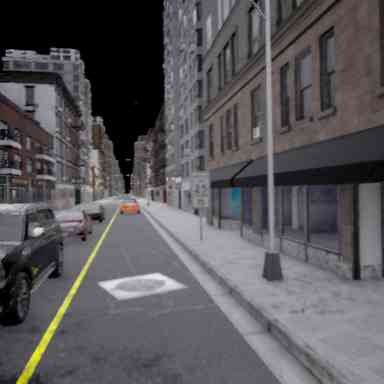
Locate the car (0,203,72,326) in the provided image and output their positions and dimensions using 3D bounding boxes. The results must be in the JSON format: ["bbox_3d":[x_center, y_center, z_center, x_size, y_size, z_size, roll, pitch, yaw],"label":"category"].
[{"bbox_3d":[-4.352,1.320,7.396,2.150,2.045,5.566,-1,0,-11],"label":"car"}]

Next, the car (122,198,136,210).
[{"bbox_3d":[-8.935,1.718,47.357,1.837,1.490,4.892,-1,0,-11],"label":"car"}]

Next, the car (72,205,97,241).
[{"bbox_3d":[-6.296,1.674,17.452,1.812,1.442,4.674,-1,0,-11],"label":"car"}]

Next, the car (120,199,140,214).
[{"bbox_3d":[-6.998,1.524,37.655,2.097,1.767,4.553,-1,0,-11],"label":"car"}]

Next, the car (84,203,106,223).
[{"bbox_3d":[-8.235,1.672,27.525,1.882,1.535,5.008,-1,0,-11],"label":"car"}]
